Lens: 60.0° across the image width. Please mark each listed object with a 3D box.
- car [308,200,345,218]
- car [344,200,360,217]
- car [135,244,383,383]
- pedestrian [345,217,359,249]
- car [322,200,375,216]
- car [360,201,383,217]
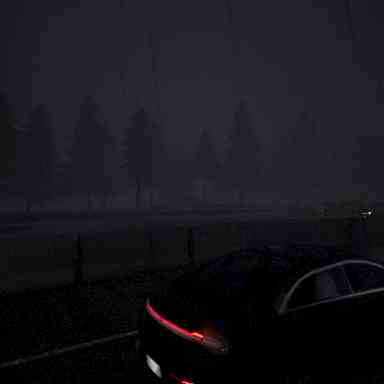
[{"bbox_3d":[12.384,1.477,28.580,5.008,1.535,1.882,0,0,-16],"label":"car"},{"bbox_3d":[14.614,1.505,25.603,4.892,1.490,1.837,0,0,-16],"label":"car"},{"bbox_3d":[1.673,1.492,4.569,4.902,1.511,2.128,0,0,-32],"label":"car"},{"bbox_3d":[6.472,1.574,13.249,0.375,1.300,0.375,0,0,-25],"label":"pedestrian"},{"bbox_3d":[15.563,1.525,33.106,4.674,1.442,1.812,0,0,-14],"label":"car"},{"bbox_3d":[13.820,1.352,21.720,4.553,1.767,2.097,0,0,-16],"label":"car"}]
